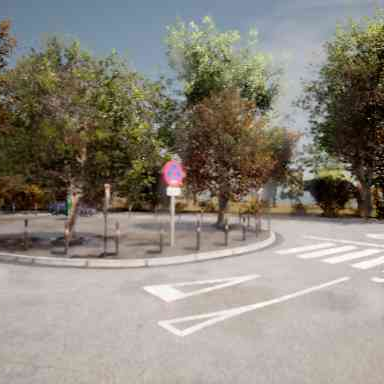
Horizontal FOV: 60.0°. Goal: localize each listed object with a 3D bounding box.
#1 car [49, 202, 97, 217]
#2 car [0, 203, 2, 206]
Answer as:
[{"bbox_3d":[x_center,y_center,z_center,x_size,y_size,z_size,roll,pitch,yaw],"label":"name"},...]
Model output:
[{"bbox_3d":[-11.526,1.650,32.201,4.674,1.442,1.812,0,-1,14],"label":"car"},{"bbox_3d":[-36.586,1.773,59.981,4.553,1.767,2.185,1,0,-38],"label":"car"}]
